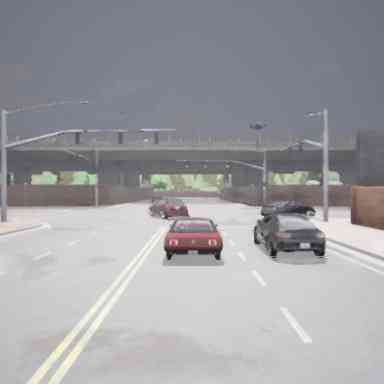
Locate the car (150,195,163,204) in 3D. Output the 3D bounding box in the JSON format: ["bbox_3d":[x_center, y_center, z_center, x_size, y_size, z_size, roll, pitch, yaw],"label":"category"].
[{"bbox_3d":[-7.027,1.465,66.820,2.128,1.511,4.902,0,0,0],"label":"car"}]

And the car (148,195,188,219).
[{"bbox_3d":[-2.127,1.309,28.274,2.097,1.767,4.553,0,0,-27],"label":"car"}]

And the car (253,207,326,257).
[{"bbox_3d":[3.559,1.519,12.717,1.812,1.442,4.674,0,0,0],"label":"car"}]

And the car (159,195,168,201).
[{"bbox_3d":[-7.024,1.425,82.325,1.882,1.535,5.008,0,0,0],"label":"car"}]

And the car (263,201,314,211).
[{"bbox_3d":[7.859,1.437,26.984,4.902,1.511,2.128,-1,0,-30],"label":"car"}]

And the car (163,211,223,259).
[{"bbox_3d":[0.058,1.593,12.519,1.895,1.301,4.718,0,0,0],"label":"car"}]
